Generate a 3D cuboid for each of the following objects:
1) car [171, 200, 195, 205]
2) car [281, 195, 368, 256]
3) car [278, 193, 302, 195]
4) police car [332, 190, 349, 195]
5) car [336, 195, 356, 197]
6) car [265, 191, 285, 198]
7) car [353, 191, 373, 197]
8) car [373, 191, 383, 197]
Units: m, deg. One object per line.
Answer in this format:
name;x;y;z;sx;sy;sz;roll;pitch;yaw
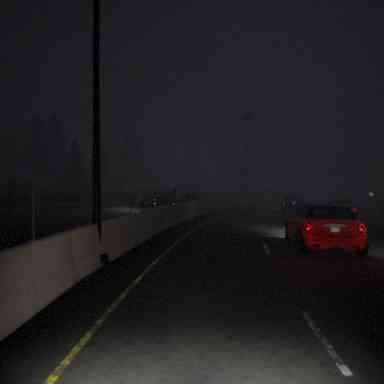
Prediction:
car;-0.515;1.004;34.267;1.837;1.490;4.892;0;1;21
car;4.812;1.176;12.557;2.097;1.767;4.553;0;1;8
car;9.112;0.939;29.470;2.097;1.767;4.553;0;1;19
police car;31.799;0.451;71.134;5.238;1.638;1.930;-1;1;-41
car;11.181;1.204;24.924;2.033;1.411;5.357;0;1;18
car;17.683;0.546;70.519;2.033;1.411;5.357;1;1;41
car;39.209;0.431;77.031;5.008;1.535;1.882;0;1;-36
car;43.975;0.394;80.247;5.008;1.535;1.882;0;1;-32
